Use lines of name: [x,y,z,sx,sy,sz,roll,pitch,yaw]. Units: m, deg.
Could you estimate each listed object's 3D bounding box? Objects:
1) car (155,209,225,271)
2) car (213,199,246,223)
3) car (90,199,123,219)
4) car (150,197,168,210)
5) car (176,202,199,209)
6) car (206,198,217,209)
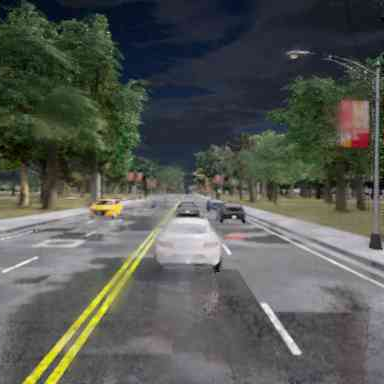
car: [-0.126,1.504,10.738,1.812,1.442,4.674,1,0,-1]
car: [2.882,1.500,25.319,1.837,1.490,4.892,1,0,-1]
car: [-7.065,1.328,27.799,1.882,1.535,5.008,1,0,-1]
car: [-4.002,1.398,41.477,1.812,1.442,4.674,1,0,-1]
car: [-0.376,1.509,28.336,1.994,1.385,4.181,1,0,-1]
car: [2.669,1.495,40.239,1.812,1.442,4.674,1,0,0]
